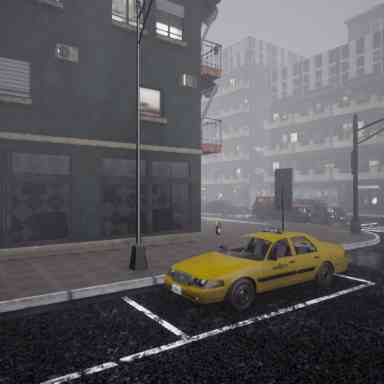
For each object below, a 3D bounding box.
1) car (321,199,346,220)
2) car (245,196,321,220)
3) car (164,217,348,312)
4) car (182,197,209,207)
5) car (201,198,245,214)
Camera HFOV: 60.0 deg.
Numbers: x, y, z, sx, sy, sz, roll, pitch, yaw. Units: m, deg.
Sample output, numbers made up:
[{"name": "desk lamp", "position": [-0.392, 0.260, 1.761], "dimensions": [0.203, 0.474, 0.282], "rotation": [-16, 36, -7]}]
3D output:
[{"name": "car", "position": [9.586, 1.304, 25.960], "dimensions": [2.097, 1.767, 4.553], "rotation": [0, 0, -34]}, {"name": "car", "position": [6.827, 1.264, 25.454], "dimensions": [2.192, 1.841, 5.009], "rotation": [0, 0, -35]}, {"name": "car", "position": [1.679, 1.525, 7.703], "dimensions": [4.829, 1.417, 1.752], "rotation": [0, 0, -35]}, {"name": "car", "position": [0.516, 1.466, 48.776], "dimensions": [1.802, 1.307, 4.206], "rotation": [0, 0, -35]}, {"name": "car", "position": [3.507, 1.467, 34.585], "dimensions": [2.033, 1.411, 5.357], "rotation": [0, 0, -35]}]
